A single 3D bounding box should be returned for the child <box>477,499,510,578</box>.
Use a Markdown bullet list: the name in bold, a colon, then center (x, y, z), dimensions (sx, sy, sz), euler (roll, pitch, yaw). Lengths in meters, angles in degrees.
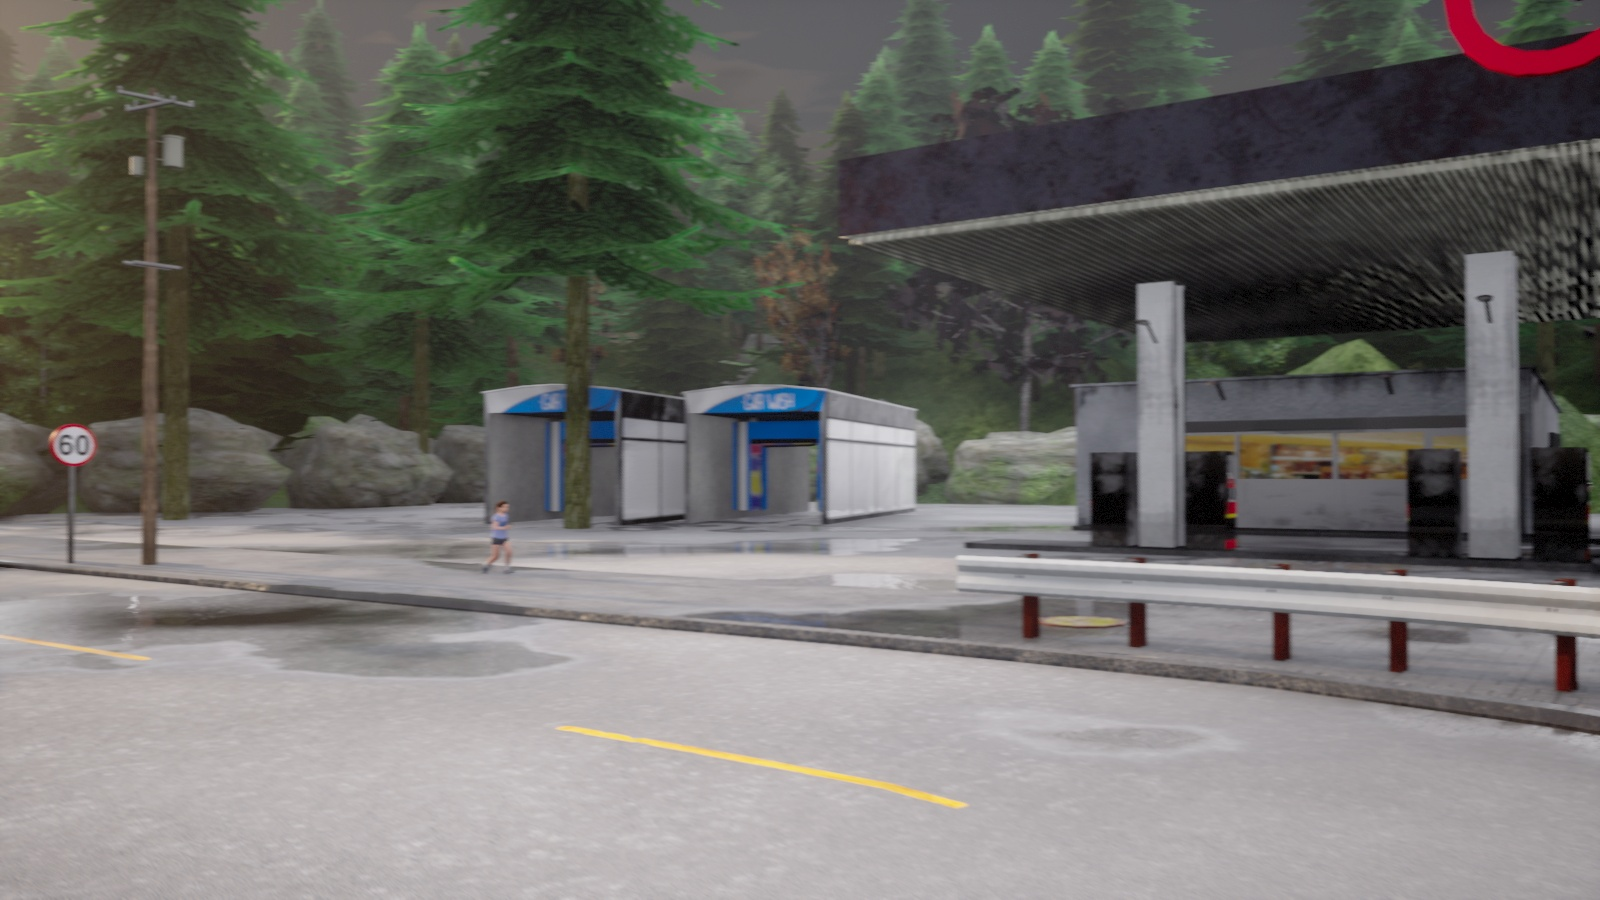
- **child**: center (-4.383, 1.258, 17.965), dimensions (0.394, 1.110, 0.255), euler (-1, -1, 32)
